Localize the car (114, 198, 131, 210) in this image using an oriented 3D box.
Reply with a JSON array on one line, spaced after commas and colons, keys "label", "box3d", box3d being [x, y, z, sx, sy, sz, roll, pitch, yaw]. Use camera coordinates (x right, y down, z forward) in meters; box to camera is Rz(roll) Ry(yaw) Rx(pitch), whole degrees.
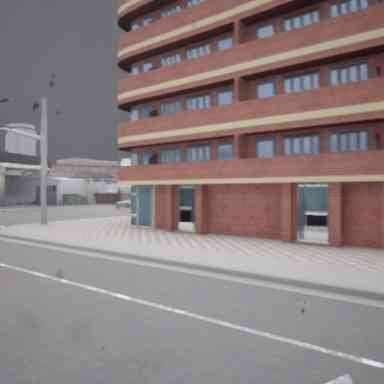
[{"label": "car", "box3d": [-7.880, 1.443, 42.897, 1.812, 1.442, 4.674, 0, 0, 35]}]
